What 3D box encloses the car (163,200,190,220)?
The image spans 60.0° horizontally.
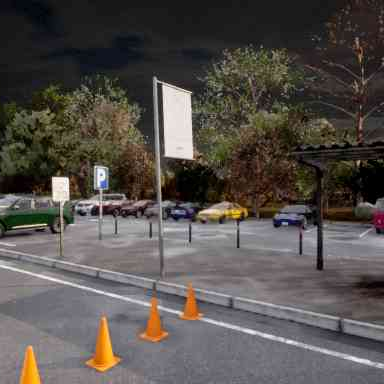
[{"bbox_3d":[0.239,1.504,26.923,2.163,1.488,4.792,0,0,35],"label":"car"}]

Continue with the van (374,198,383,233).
[{"bbox_3d":[11.642,1.264,19.012,1.878,1.987,4.442,0,0,35],"label":"van"}]

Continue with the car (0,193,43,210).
[{"bbox_3d":[-22.502,1.153,42.843,2.435,2.045,5.566,0,0,35],"label":"car"}]

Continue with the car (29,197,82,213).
[{"bbox_3d":[-15.567,1.444,38.227,1.946,1.575,5.366,0,0,35],"label":"car"}]

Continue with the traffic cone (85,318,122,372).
[{"bbox_3d":[-1.166,1.957,4.386,0.340,0.580,0.340,0,0,35],"label":"traffic cone"}]

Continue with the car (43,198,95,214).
[{"bbox_3d":[-13.404,1.454,36.474,2.097,1.535,5.008,0,0,35],"label":"car"}]

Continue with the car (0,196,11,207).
[{"bbox_3d":[-29.192,1.332,47.810,1.946,1.575,5.366,1,0,35],"label":"car"}]

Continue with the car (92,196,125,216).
[{"bbox_3d":[-6.586,1.466,31.693,2.097,1.535,5.008,0,0,35],"label":"car"}]

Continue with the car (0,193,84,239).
[{"bbox_3d":[-8.875,1.220,17.272,2.435,2.045,5.566,0,0,35],"label":"car"}]

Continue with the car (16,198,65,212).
[{"bbox_3d":[-17.958,1.468,39.646,2.163,1.488,4.792,0,0,35],"label":"car"}]

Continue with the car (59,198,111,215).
[{"bbox_3d":[-11.132,1.461,34.876,2.231,1.521,4.892,0,0,35],"label":"car"}]

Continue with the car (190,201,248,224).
[{"bbox_3d":[2.386,1.474,25.151,1.946,1.575,5.366,0,0,35],"label":"car"}]

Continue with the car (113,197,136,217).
[{"bbox_3d":[-4.315,1.469,30.096,2.097,1.535,5.008,0,0,35],"label":"car"}]

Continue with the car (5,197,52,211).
[{"bbox_3d":[-20.201,1.451,41.295,2.163,1.488,4.792,0,0,35],"label":"car"}]

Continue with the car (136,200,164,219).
[{"bbox_3d":[-2.044,1.473,28.500,2.231,1.521,4.892,0,0,35],"label":"car"}]

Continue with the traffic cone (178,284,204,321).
[{"bbox_3d":[-0.016,1.957,6.018,0.340,0.580,0.340,0,0,36],"label":"traffic cone"}]

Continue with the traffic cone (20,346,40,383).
[{"bbox_3d":[-1.741,1.957,3.570,0.340,0.580,0.340,0,0,35],"label":"traffic cone"}]

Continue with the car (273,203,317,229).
[{"bbox_3d":[7.018,1.513,22.085,2.163,1.488,4.792,0,0,35],"label":"car"}]

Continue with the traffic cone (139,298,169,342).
[{"bbox_3d":[-0.591,1.957,5.202,0.340,0.580,0.340,0,0,35],"label":"traffic cone"}]

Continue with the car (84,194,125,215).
[{"bbox_3d":[-8.876,1.212,33.261,2.435,2.045,5.566,0,0,35],"label":"car"}]
